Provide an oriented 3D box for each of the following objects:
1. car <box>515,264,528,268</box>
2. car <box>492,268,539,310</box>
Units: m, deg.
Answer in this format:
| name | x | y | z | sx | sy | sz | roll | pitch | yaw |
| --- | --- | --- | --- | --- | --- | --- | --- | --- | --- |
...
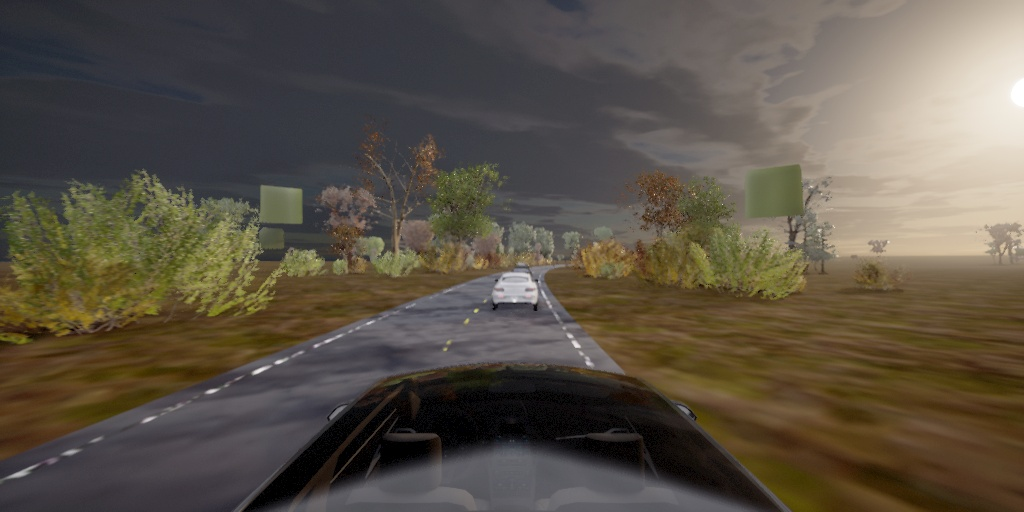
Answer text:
| name | x | y | z | sx | sy | sz | roll | pitch | yaw |
| --- | --- | --- | --- | --- | --- | --- | --- | --- | --- |
| car | 0.774 | 1.604 | 29.215 | 2.033 | 1.411 | 5.357 | 0 | -1 | 4 |
| car | 0.188 | 1.429 | 15.635 | 1.812 | 1.442 | 4.674 | 0 | 0 | 2 |
